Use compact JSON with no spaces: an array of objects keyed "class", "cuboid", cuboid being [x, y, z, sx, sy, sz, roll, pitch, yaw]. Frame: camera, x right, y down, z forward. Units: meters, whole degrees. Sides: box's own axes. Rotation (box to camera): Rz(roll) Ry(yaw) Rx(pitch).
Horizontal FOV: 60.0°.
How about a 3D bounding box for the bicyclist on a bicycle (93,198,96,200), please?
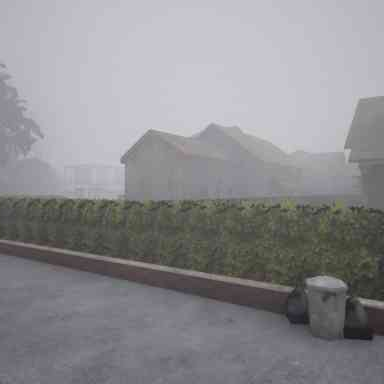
[{"class":"bicyclist on a bicycle","cuboid":[-8.795,1.349,30.383,1.656,1.620,0.582,0,0,35]}]
